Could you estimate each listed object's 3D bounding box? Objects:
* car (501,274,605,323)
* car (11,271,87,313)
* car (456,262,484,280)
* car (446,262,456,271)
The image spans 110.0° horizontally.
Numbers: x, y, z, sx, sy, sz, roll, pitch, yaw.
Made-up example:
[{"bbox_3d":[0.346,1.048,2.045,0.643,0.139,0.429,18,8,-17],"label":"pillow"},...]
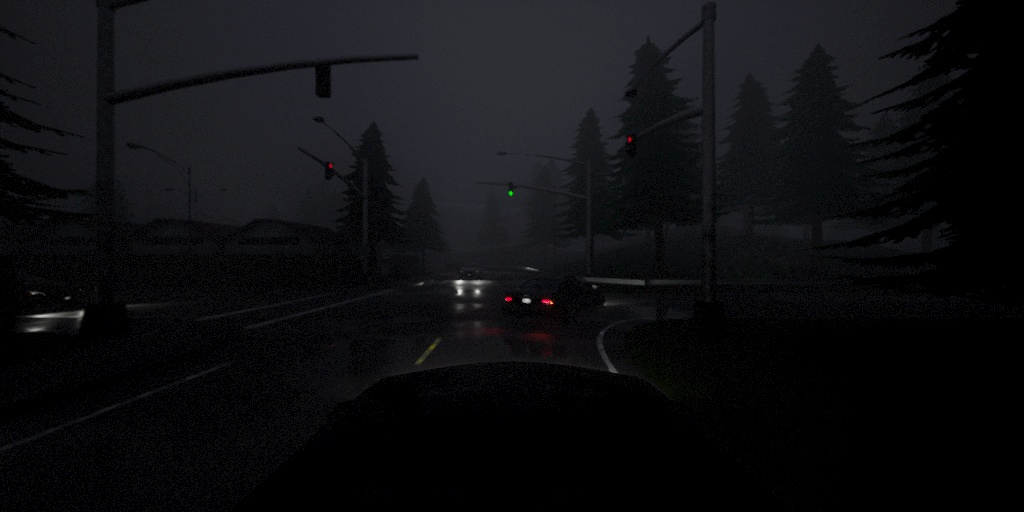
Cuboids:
[{"bbox_3d":[1.629,1.311,12.297,2.033,1.411,5.357,0,0,29],"label":"car"},{"bbox_3d":[-19.112,1.303,13.517,4.674,1.442,1.812,0,0,-1],"label":"car"},{"bbox_3d":[-3.610,1.304,32.337,1.812,1.442,4.674,0,0,-1],"label":"car"},{"bbox_3d":[-6.648,1.394,47.519,4.718,1.301,1.895,0,0,44],"label":"car"}]
